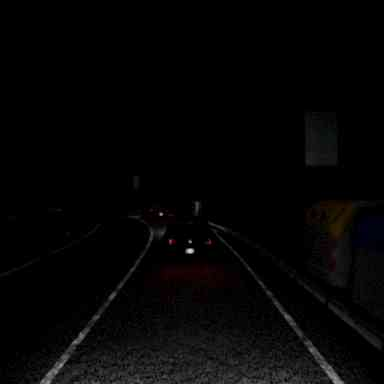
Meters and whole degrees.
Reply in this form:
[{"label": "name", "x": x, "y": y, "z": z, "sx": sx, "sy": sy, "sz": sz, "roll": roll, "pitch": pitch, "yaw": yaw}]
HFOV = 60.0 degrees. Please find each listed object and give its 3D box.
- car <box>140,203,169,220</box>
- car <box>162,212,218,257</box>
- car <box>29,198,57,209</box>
[{"label": "car", "x": -3.481, "y": 1.736, "z": 30.699, "sx": 1.812, "sy": 1.442, "sz": 4.674, "roll": 1, "pitch": -1, "yaw": -21}, {"label": "car", "x": -0.163, "y": 1.692, "z": 13.333, "sx": 1.895, "sy": 1.301, "sz": 4.718, "roll": 0, "pitch": 0, "yaw": -3}, {"label": "car", "x": -21.527, "y": 1.660, "z": 48.119, "sx": 4.902, "sy": 1.511, "sz": 2.128, "roll": 0, "pitch": -1, "yaw": 35}]
